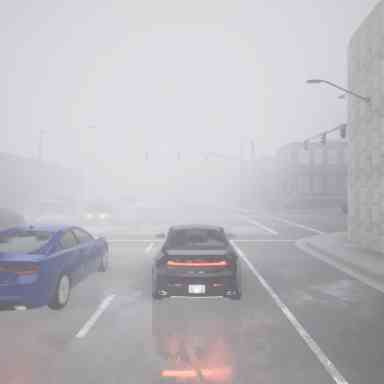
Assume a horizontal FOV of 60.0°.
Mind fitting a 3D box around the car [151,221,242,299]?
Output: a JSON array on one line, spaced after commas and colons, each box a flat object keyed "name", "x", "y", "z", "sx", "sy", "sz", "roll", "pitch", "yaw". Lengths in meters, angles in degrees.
[{"name": "car", "x": 0.103, "y": 1.505, "z": 8.431, "sx": 1.837, "sy": 1.490, "sz": 4.892, "roll": 0, "pitch": 0, "yaw": 0}]

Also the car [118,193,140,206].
[{"name": "car", "x": -10.435, "y": 1.223, "z": 54.272, "sx": 2.150, "sy": 2.045, "sz": 5.566, "roll": 0, "pitch": 0, "yaw": 0}]

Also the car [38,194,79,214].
[{"name": "car", "x": -14.323, "y": 1.222, "z": 36.049, "sx": 2.150, "sy": 2.045, "sz": 5.566, "roll": 0, "pitch": 0, "yaw": 7}]

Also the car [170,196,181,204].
[{"name": "car", "x": -3.211, "y": 1.478, "z": 65.952, "sx": 1.882, "sy": 1.535, "sz": 5.008, "roll": 0, "pitch": 0, "yaw": 0}]

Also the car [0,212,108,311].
[{"name": "car", "x": -3.401, "y": 1.478, "z": 7.885, "sx": 1.882, "sy": 1.535, "sz": 5.008, "roll": 0, "pitch": 0, "yaw": 0}]

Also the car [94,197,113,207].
[{"name": "car", "x": -13.941, "y": 1.526, "z": 52.525, "sx": 1.812, "sy": 1.442, "sz": 4.674, "roll": 0, "pitch": 0, "yaw": 0}]

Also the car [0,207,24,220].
[{"name": "car", "x": -10.552, "y": 1.526, "z": 17.458, "sx": 1.812, "sy": 1.442, "sz": 4.674, "roll": 0, "pitch": 0, "yaw": 0}]

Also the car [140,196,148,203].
[{"name": "car", "x": -10.303, "y": 1.522, "z": 69.077, "sx": 2.128, "sy": 1.511, "sz": 4.902, "roll": 0, "pitch": 0, "yaw": 0}]

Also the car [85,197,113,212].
[{"name": "car", "x": -10.434, "y": 1.352, "z": 37.598, "sx": 2.097, "sy": 1.767, "sz": 4.553, "roll": 0, "pitch": 0, "yaw": 0}]

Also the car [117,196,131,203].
[{"name": "car", "x": -13.808, "y": 1.569, "z": 67.938, "sx": 1.994, "sy": 1.385, "sz": 4.181, "roll": 0, "pitch": 0, "yaw": 0}]

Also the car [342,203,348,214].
[{"name": "car", "x": 14.995, "y": 1.015, "z": 27.476, "sx": 5.008, "sy": 1.535, "sz": 1.882, "roll": -5, "pitch": 0, "yaw": 0}]
